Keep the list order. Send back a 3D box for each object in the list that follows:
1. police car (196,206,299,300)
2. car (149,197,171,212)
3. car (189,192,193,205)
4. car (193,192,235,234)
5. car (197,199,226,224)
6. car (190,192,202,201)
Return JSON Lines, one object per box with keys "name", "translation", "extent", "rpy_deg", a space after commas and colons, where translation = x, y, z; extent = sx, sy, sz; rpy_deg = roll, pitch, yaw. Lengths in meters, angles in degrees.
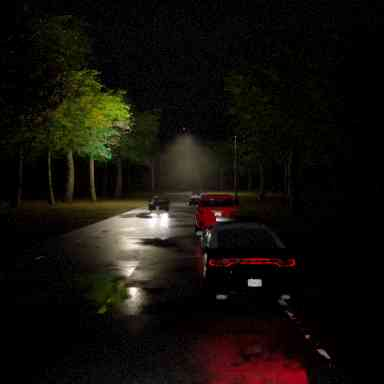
{"name": "police car", "translation": [1.145, 1.398, 8.493], "extent": [1.930, 1.638, 5.238], "rpy_deg": [0, 0, 1]}
{"name": "car", "translation": [-3.221, 1.222, 33.746], "extent": [2.128, 1.511, 4.902], "rpy_deg": [0, 1, 1]}
{"name": "car", "translation": [0.550, 1.089, 46.157], "extent": [2.033, 1.411, 5.357], "rpy_deg": [0, 1, 1]}
{"name": "car", "translation": [1.256, 1.127, 18.407], "extent": [2.150, 2.045, 5.566], "rpy_deg": [0, 1, 1]}
{"name": "car", "translation": [1.323, 1.347, 24.381], "extent": [1.837, 1.490, 4.892], "rpy_deg": [0, 1, 1]}
{"name": "car", "translation": [0.671, 0.740, 59.869], "extent": [2.033, 1.411, 5.357], "rpy_deg": [0, 2, 1]}
